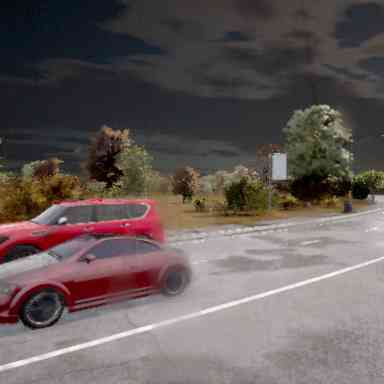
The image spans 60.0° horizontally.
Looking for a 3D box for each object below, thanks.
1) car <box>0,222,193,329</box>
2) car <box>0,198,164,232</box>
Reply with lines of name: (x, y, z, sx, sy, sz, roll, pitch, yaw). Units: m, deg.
car: (-2.035, 1.578, 7.004, 4.181, 1.385, 1.994, 0, 0, -37)
car: (-3.460, 1.242, 10.265, 5.566, 2.045, 2.150, 0, 0, -37)
